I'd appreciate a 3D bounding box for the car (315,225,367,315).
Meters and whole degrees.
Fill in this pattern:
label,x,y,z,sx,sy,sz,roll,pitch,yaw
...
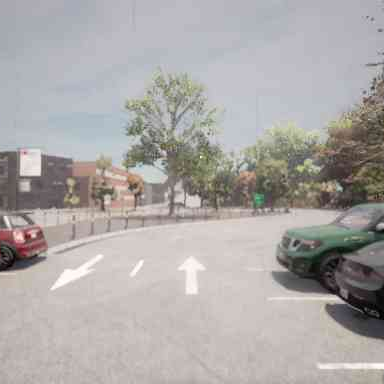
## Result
label,x,y,z,sx,sy,sz,roll,pitch,yaw
car,5.076,1.501,5.844,4.892,1.521,2.231,0,0,0

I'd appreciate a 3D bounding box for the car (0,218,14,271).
label,x,y,z,sx,sy,sz,roll,pitch,yaw
car,-7.189,1.512,7.592,5.008,1.535,2.097,0,0,0

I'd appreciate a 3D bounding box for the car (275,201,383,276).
label,x,y,z,sx,sy,sz,roll,pitch,yaw
car,5.042,1.268,8.515,5.566,2.045,2.435,0,0,0

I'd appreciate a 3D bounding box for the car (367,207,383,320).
label,x,y,z,sx,sy,sz,roll,pitch,yaw
car,5.066,1.232,3.053,5.566,2.045,2.435,0,0,0

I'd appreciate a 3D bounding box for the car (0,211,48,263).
label,x,y,z,sx,sy,sz,roll,pitch,yaw
car,-7.176,1.409,10.629,4.553,1.767,2.185,0,0,0
